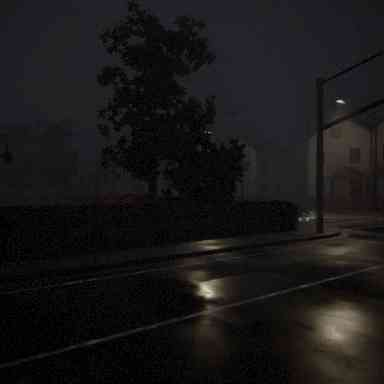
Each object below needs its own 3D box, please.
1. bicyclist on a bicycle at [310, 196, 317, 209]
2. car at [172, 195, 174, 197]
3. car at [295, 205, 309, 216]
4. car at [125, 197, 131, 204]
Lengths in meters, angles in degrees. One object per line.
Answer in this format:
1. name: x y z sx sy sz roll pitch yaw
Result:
1. bicyclist on a bicycle: 15.200 1.303 41.376 1.656 1.620 0.582 0 0 -35
2. car: -3.512 1.352 55.284 2.097 1.767 4.553 0 0 -35
3. car: 8.470 1.547 31.857 2.033 1.411 5.357 0 0 -35
4. car: -10.151 1.526 58.445 1.812 1.442 4.674 0 0 -35
